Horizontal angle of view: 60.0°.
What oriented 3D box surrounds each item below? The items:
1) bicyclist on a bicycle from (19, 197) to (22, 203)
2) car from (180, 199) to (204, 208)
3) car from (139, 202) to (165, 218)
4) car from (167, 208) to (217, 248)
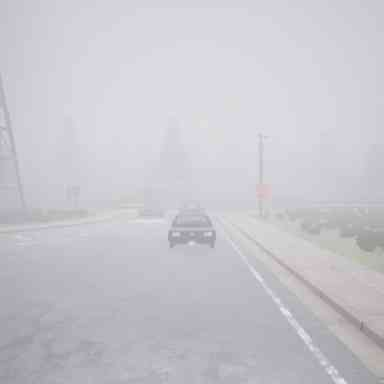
[{"bbox_3d":[-22.697,1.427,44.393,0.582,1.620,1.656,0,7,1],"label":"bicyclist on a bicycle"},{"bbox_3d":[0.000,1.363,29.620,2.097,1.767,4.553,0,0,0],"label":"car"},{"bbox_3d":[-3.500,1.597,29.660,1.994,1.385,4.181,0,0,0],"label":"car"},{"bbox_3d":[0.000,1.613,14.680,1.895,1.301,4.718,0,0,0],"label":"car"}]
